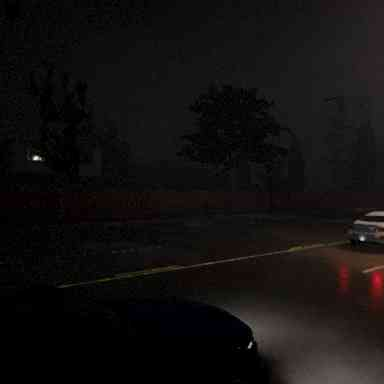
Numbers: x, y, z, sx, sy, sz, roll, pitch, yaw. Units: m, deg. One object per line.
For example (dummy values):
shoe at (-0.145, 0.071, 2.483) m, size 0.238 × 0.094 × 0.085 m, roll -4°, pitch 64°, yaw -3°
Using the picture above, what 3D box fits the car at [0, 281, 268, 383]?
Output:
car at (-1.436, 1.526, 2.716) m, size 4.674 × 1.442 × 1.812 m, roll 0°, pitch 0°, yaw -35°

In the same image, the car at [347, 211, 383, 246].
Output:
car at (8.379, 1.532, 14.009) m, size 4.674 × 1.442 × 1.812 m, roll 0°, pitch 0°, yaw -35°
